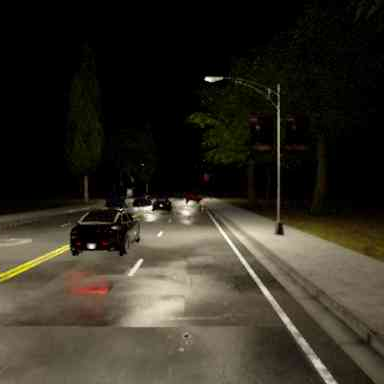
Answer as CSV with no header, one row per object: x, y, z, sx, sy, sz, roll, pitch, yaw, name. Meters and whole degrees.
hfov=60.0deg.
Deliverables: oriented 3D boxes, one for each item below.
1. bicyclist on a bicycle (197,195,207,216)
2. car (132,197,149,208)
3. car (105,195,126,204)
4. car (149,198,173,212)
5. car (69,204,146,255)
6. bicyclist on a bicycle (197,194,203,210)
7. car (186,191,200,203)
0.910,1.269,28.427,0.866,1.612,1.509,0,0,0,bicyclist on a bicycle
-6.580,1.306,43.719,1.994,1.385,4.181,0,0,0,car
-9.832,1.224,43.002,1.882,1.535,5.008,0,0,0,car
-3.143,1.351,36.003,1.994,1.385,4.181,0,0,0,car
-3.148,1.428,12.841,1.837,1.490,4.892,0,0,0,car
0.900,1.148,37.668,0.659,1.776,1.843,0,0,0,bicyclist on a bicycle
0.110,0.887,57.142,2.150,2.045,5.566,0,1,0,car
